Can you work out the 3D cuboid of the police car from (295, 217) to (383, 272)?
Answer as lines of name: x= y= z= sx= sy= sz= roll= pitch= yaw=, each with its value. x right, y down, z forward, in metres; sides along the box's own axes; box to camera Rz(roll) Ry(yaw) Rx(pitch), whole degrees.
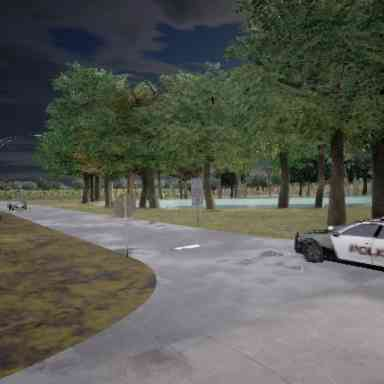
police car: x=5.351 y=1.476 z=9.618 sx=2.038 sy=1.542 sz=4.974 roll=-2 pitch=2 yaw=-36

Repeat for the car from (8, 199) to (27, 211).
car: x=-24.221 y=1.736 z=46.121 sx=2.128 sy=1.511 sz=4.902 roll=-3 pitch=1 yaw=-36
